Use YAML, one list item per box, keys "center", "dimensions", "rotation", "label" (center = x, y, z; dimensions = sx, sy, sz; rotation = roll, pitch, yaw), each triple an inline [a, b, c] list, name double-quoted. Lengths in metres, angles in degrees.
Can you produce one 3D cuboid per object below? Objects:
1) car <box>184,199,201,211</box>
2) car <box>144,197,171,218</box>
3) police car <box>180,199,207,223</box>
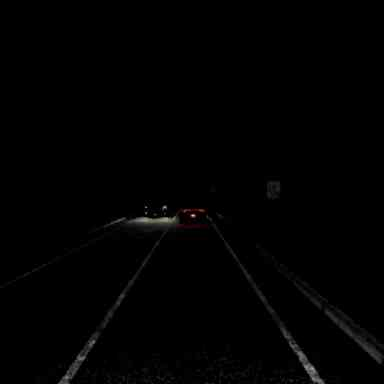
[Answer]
- center: [0.079, 1.663, 42.893]
  dimensions: [2.033, 1.411, 5.357]
  rotation: [0, -1, 0]
  label: "car"
- center: [-3.111, 1.340, 30.457]
  dimensions: [2.097, 1.767, 4.553]
  rotation: [0, 0, 0]
  label: "car"
- center: [0.086, 1.492, 25.431]
  dimensions: [2.038, 1.542, 4.974]
  rotation: [0, 0, 0]
  label: "police car"
